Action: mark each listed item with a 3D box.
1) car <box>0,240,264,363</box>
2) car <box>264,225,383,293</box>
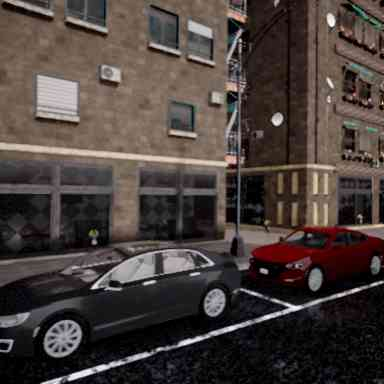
[{"bbox_3d":[-1.074,1.575,5.795,4.403,1.369,2.008,1,0,-36],"label":"car"},{"bbox_3d":[3.512,1.625,9.071,4.507,1.381,1.887,1,0,-36],"label":"car"}]
